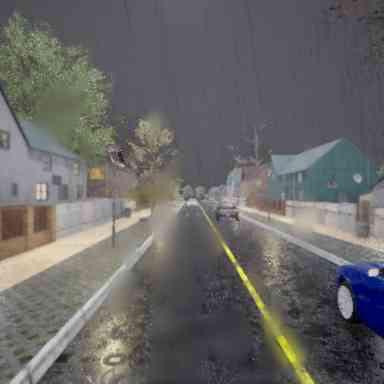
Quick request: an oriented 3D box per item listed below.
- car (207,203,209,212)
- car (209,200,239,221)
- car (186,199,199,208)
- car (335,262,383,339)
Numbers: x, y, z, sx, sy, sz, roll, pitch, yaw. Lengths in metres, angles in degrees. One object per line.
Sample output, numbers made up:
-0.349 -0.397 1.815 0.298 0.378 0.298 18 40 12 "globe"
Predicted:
2.844 1.681 40.466 2.128 1.511 4.902 0 0 1 "car"
2.851 1.602 28.234 2.128 1.511 4.902 0 0 1 "car"
0.094 1.793 52.237 1.812 1.442 4.674 0 -1 0 "car"
3.578 1.496 4.192 1.882 1.535 5.008 0 0 0 "car"
